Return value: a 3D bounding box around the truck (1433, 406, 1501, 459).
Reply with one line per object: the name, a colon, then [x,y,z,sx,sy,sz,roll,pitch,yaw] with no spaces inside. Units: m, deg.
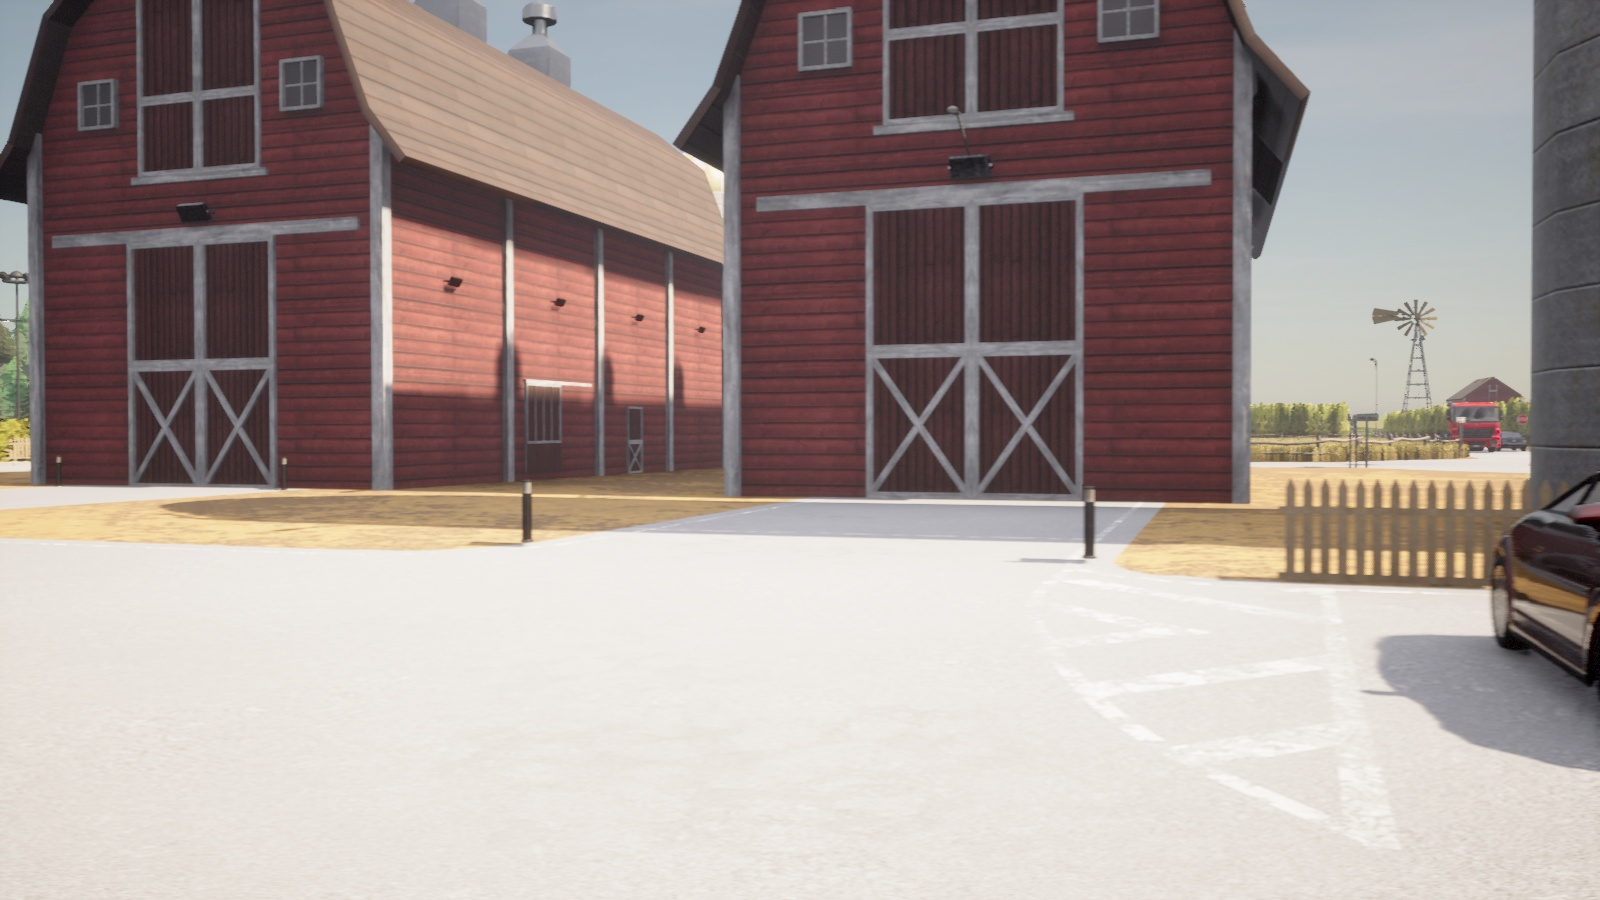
truck: [45.879,-1.255,86.607,2.891,3.462,7.936,1,1,19]
